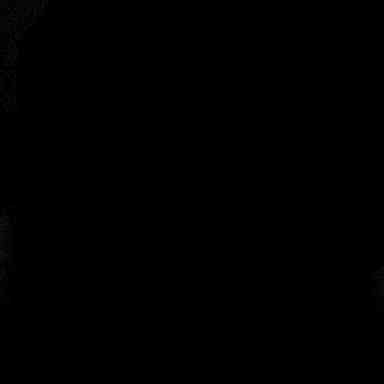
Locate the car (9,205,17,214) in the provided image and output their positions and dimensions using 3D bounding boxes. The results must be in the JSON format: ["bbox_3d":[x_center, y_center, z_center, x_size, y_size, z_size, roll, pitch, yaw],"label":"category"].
[{"bbox_3d":[-16.206,1.527,33.508,1.802,1.307,4.206,0,-1,36],"label":"car"}]

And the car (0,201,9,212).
[{"bbox_3d":[-19.347,1.183,29.117,2.192,1.841,5.009,0,-1,36],"label":"car"}]
